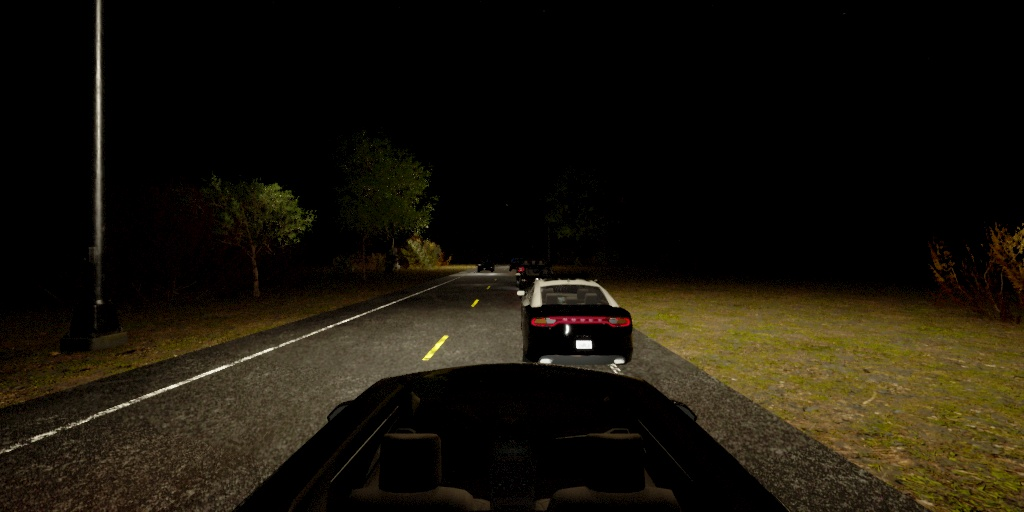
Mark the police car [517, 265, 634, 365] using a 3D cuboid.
[{"bbox_3d":[1.152,1.174,8.163,1.930,1.638,5.238,0,0,1],"label":"police car"}]

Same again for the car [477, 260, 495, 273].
[{"bbox_3d":[-3.062,1.219,42.726,1.837,1.490,4.892,0,0,1],"label":"car"}]

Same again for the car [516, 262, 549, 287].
[{"bbox_3d":[1.278,1.250,18.052,1.837,1.490,4.892,0,0,1],"label":"car"}]

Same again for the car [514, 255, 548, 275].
[{"bbox_3d":[1.354,0.964,24.081,2.150,2.045,5.566,0,0,1],"label":"car"}]

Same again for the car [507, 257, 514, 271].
[{"bbox_3d":[0.631,1.234,46.583,1.812,1.442,4.674,0,0,1],"label":"car"}]
